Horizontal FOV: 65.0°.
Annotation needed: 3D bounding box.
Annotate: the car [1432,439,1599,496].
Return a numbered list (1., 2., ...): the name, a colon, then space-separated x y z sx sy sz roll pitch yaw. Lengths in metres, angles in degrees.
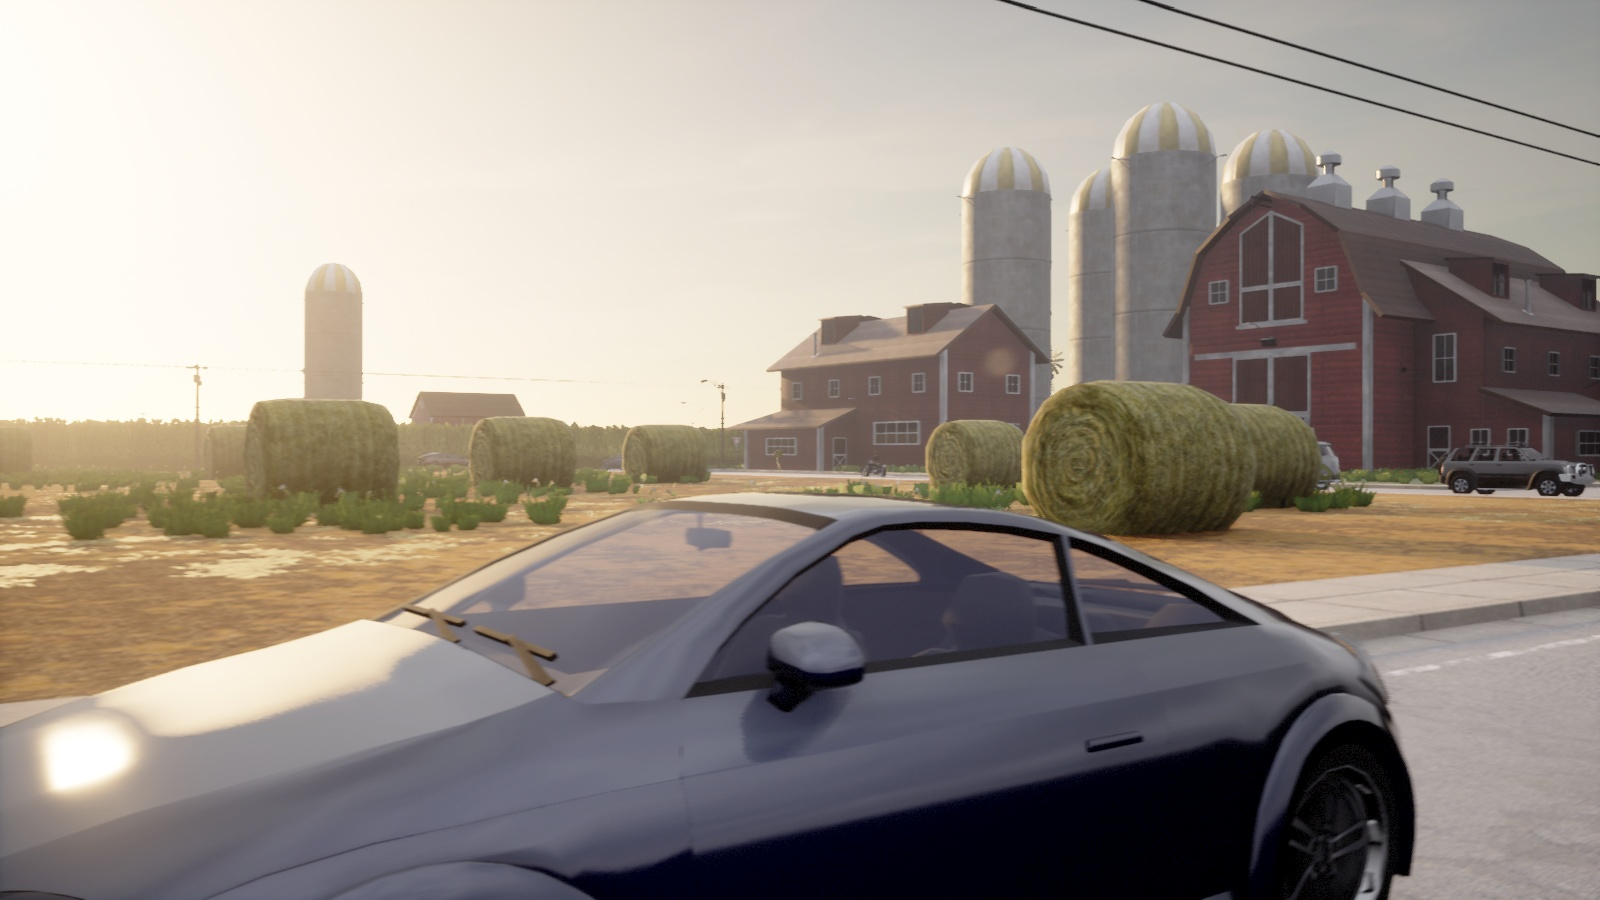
1. car: 24.463 0.584 43.041 1.932 1.855 4.605 0 0 -36

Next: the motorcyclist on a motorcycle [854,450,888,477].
1. motorcyclist on a motorcycle: 4.365 0.845 77.163 0.766 1.649 2.350 0 0 -36

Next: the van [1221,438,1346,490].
1. van: 19.289 0.552 50.276 1.775 1.987 4.442 0 0 -36

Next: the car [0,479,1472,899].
1. car: -0.204 0.818 3.503 4.181 1.385 1.994 0 0 -35
